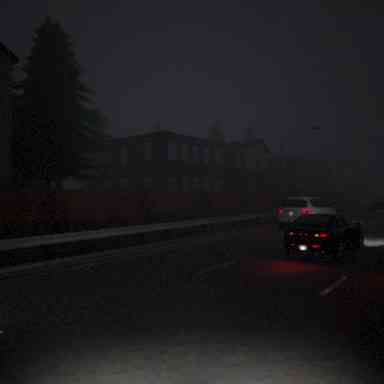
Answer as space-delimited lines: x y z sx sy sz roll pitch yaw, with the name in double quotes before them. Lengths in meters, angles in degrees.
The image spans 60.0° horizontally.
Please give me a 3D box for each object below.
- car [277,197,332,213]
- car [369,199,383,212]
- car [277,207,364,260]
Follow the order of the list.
"car" 7.339 1.320 21.028 2.150 2.045 5.566 -1 -1 39
"car" 22.461 1.588 39.539 2.128 1.511 4.902 -1 0 39
"car" 5.178 1.561 12.839 1.837 1.490 4.892 -1 0 39
